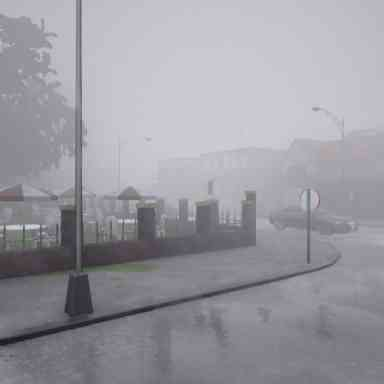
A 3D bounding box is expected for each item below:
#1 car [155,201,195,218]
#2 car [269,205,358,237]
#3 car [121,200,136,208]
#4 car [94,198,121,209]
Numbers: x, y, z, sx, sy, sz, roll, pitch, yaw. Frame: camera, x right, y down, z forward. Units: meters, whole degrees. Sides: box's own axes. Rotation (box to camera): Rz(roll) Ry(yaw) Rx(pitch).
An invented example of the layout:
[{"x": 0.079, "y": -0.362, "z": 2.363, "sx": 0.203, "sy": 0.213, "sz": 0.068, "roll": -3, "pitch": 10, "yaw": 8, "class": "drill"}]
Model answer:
[{"x": -1.836, "y": 1.547, "z": 30.096, "sx": 2.033, "sy": 1.411, "sz": 5.357, "roll": 0, "pitch": 0, "yaw": -36, "class": "car"}, {"x": 6.522, "y": 1.491, "z": 18.403, "sx": 2.128, "sy": 1.511, "sz": 4.902, "roll": 0, "pitch": 0, "yaw": -36, "class": "car"}, {"x": -10.009, "y": 1.478, "z": 48.739, "sx": 1.882, "sy": 1.535, "sz": 5.008, "roll": 0, "pitch": 0, "yaw": -35, "class": "car"}, {"x": -11.424, "y": 1.505, "z": 43.559, "sx": 1.837, "sy": 1.490, "sz": 4.892, "roll": 0, "pitch": 0, "yaw": -35, "class": "car"}]
